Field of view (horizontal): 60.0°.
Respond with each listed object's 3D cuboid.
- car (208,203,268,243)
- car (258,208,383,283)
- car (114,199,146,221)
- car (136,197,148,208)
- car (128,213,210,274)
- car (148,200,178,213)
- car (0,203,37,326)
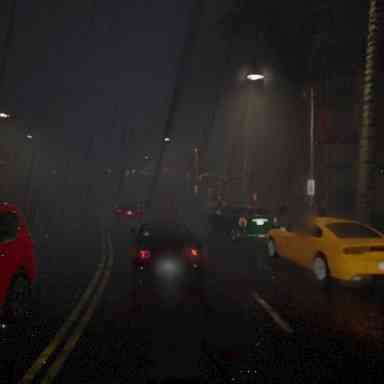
[{"bbox_3d":[2.351,1.332,16.280,2.097,1.767,4.553,0,0,-16],"label":"car"},{"bbox_3d":[3.845,1.478,9.797,1.882,1.535,5.008,0,0,-9],"label":"car"},{"bbox_3d":[-5.092,1.489,26.247,1.994,1.385,4.181,0,0,-15],"label":"car"},{"bbox_3d":[-7.053,1.372,46.252,2.128,1.511,4.902,0,0,-16],"label":"car"},{"bbox_3d":[-0.991,1.576,10.555,1.895,1.301,4.718,0,0,-11],"label":"car"},{"bbox_3d":[-2.616,1.493,31.206,1.994,1.385,4.181,0,0,-16],"label":"car"},{"bbox_3d":[-3.828,1.195,4.022,2.150,2.045,5.566,1,0,-4],"label":"car"}]
